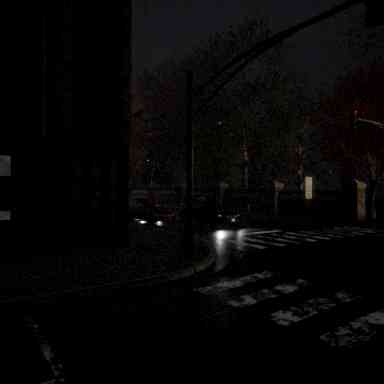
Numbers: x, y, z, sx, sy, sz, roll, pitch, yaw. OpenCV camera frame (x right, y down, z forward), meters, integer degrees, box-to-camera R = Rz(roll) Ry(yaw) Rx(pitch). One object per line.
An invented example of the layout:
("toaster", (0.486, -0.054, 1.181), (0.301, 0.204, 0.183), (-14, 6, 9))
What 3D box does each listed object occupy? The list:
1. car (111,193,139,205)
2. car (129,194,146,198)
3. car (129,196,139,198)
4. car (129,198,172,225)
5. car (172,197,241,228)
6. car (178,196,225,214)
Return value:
("car", (-8.898, 0.863, 43.796), (2.008, 1.369, 4.403), (1, 0, -36))
("car", (-4.425, 1.092, 27.799), (1.812, 1.442, 4.674), (0, 1, -36))
("car", (-5.901, 1.158, 25.439), (1.802, 1.307, 4.206), (2, 0, -36))
("car", (-2.642, 1.256, 20.963), (1.802, 1.307, 4.206), (2, 0, -36))
("car", (0.937, 1.255, 20.428), (1.812, 1.442, 4.674), (0, 1, -36))
("car", (0.778, 1.129, 30.504), (1.752, 1.417, 4.829), (1, 0, -36))
